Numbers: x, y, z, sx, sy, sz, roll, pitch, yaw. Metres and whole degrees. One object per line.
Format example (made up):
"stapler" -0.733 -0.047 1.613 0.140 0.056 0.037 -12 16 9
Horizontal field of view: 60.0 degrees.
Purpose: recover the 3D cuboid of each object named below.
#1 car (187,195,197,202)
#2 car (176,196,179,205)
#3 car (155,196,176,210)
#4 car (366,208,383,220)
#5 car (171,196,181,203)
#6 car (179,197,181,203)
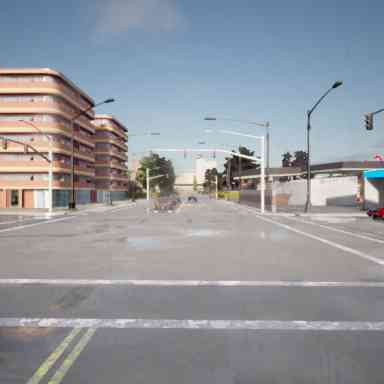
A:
"car" 0.077 1.339 70.824 1.812 1.442 4.674 0 0 0
"car" -3.530 1.601 51.662 1.895 1.301 4.718 0 0 0
"car" -3.539 1.352 42.706 2.097 1.767 4.553 0 0 0
"car" 16.564 1.601 26.430 4.718 1.301 1.895 0 0 1
"car" -3.423 1.595 70.779 1.895 1.301 4.718 0 0 0
"car" -3.499 1.505 60.816 1.837 1.490 4.892 0 0 0
